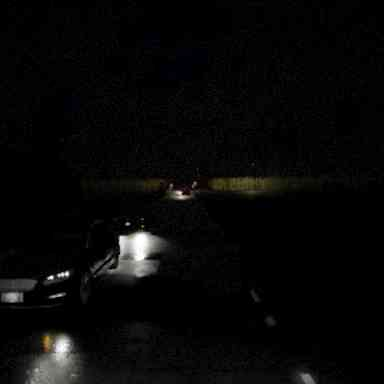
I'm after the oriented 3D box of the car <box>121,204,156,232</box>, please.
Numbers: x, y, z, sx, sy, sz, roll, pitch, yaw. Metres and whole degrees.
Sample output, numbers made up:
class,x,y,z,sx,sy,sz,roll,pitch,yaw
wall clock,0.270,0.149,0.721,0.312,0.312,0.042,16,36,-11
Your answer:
class,x,y,z,sx,sy,sz,roll,pitch,yaw
car,-3.130,1.336,18.218,1.994,1.385,4.181,-1,1,0

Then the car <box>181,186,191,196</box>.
class,x,y,z,sx,sy,sz,roll,pitch,yaw
car,-1.290,0.068,73.525,2.033,1.411,5.357,-1,2,-1

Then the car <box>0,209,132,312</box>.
class,x,y,z,sx,sy,sz,roll,pitch,yaw
car,-2.964,1.417,7.854,2.128,1.511,4.902,-1,1,-1
